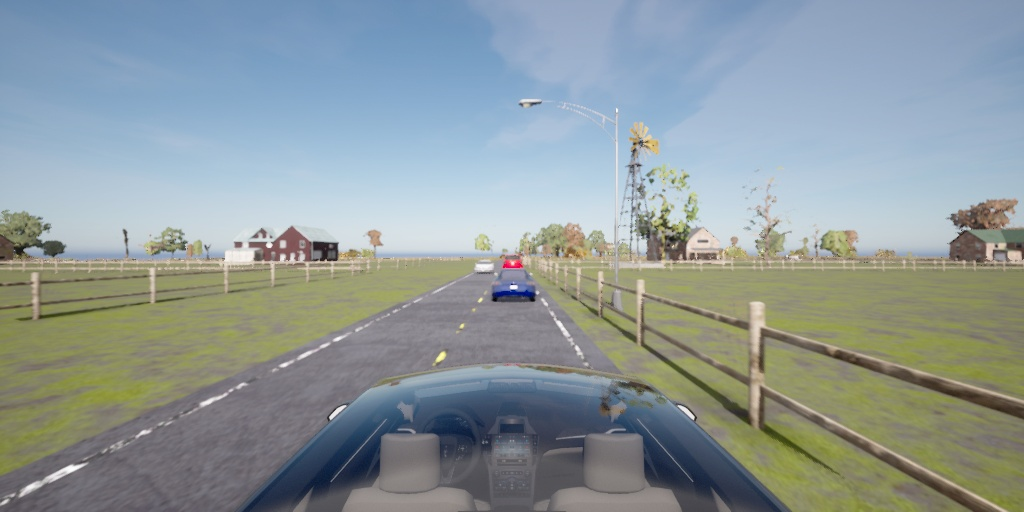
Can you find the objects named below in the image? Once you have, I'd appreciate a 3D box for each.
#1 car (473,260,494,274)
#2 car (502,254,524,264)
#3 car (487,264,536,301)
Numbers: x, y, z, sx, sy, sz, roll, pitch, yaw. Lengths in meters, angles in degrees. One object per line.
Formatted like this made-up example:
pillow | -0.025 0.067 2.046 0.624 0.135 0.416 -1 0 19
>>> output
car | -2.857 1.135 37.778 1.812 1.442 4.674 0 0 0
car | 0.079 0.830 38.474 2.150 2.045 5.566 0 0 0
car | 0.072 1.257 16.951 1.994 1.385 4.181 0 0 0
